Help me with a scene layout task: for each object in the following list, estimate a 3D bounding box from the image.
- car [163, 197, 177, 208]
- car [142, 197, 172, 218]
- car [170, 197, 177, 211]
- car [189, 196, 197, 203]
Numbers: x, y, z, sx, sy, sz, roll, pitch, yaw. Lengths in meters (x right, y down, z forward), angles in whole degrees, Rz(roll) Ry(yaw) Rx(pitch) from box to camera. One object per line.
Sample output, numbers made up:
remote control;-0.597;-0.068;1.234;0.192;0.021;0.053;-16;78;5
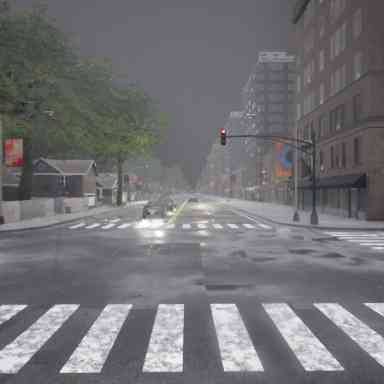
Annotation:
car;-3.251;1.550;49.822;1.812;1.442;4.674;0;0;0
car;-3.294;1.501;30.130;2.128;1.511;4.902;0;0;0
car;-3.274;1.368;39.865;2.097;1.767;4.553;0;0;0
car;0.215;1.540;70.259;2.128;1.511;4.902;0;0;0
